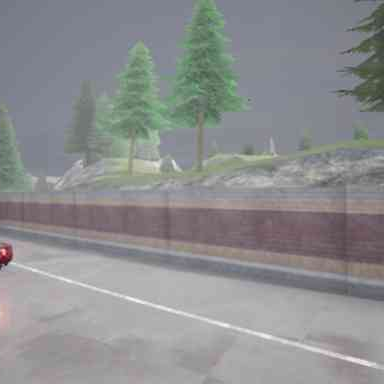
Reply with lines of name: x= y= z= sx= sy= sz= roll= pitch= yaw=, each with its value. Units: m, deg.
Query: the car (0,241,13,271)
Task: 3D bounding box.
car: x=-7.213 y=1.668 z=9.902 sx=4.718 sy=1.301 sz=1.895 roll=0 pitch=0 yaw=41
